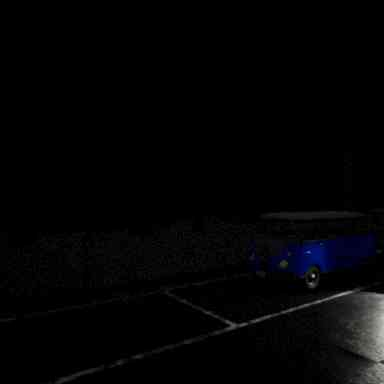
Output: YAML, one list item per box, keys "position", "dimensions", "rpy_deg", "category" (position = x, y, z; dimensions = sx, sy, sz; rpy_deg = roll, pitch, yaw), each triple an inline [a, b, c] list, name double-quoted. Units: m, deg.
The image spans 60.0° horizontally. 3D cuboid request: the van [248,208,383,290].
- position: [3.331, 1.418, 9.023]
  dimensions: [3.998, 1.788, 1.690]
  rpy_deg: [1, 0, -35]
  category: "van"
